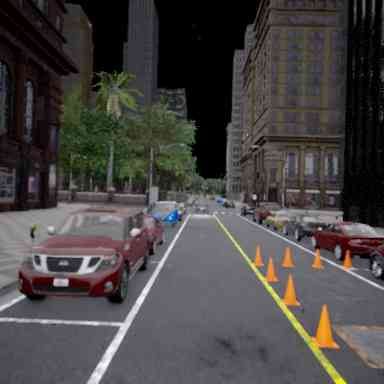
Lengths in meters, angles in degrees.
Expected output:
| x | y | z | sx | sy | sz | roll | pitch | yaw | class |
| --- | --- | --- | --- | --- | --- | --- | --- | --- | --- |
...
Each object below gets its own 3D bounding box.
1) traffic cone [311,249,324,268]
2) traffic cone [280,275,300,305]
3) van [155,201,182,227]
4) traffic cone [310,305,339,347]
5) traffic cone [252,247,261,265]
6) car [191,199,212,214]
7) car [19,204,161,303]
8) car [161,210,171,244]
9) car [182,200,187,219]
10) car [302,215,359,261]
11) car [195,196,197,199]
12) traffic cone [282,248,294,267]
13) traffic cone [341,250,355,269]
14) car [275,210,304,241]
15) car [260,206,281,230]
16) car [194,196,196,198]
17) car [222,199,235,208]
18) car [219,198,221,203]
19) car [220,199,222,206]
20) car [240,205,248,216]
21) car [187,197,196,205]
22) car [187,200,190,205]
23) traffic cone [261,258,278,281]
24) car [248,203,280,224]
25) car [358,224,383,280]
| x | y | z | sx | sy | sz | roll | pitch | yaw | class |
| --- | --- | --- | --- | --- | --- | --- | --- | --- | --- |
| 4.234 | 2.219 | 11.204 | 0.340 | 0.580 | 0.340 | 2 | -1 | 1 | traffic cone |
| 2.139 | 2.108 | 7.254 | 0.340 | 0.580 | 0.340 | 2 | -1 | 1 | traffic cone |
| -1.910 | 1.584 | 24.806 | 1.690 | 1.788 | 3.998 | 1 | -1 | 1 | van |
| 2.091 | 2.083 | 5.255 | 0.340 | 0.580 | 0.340 | 2 | -1 | 1 | traffic cone |
| 2.236 | 2.159 | 11.253 | 0.340 | 0.580 | 0.340 | 2 | -1 | 1 | traffic cone |
| 1.347 | 2.086 | 45.288 | 2.128 | 1.511 | 4.902 | 2 | -1 | 1 | car |
| -2.302 | 1.349 | 8.534 | 2.192 | 1.841 | 5.009 | 1 | -1 | 1 | car |
| -2.177 | 1.648 | 13.955 | 1.887 | 1.381 | 4.507 | 1 | -1 | 1 | car |
| -1.781 | 1.752 | 30.229 | 1.967 | 1.590 | 4.097 | 1 | -1 | 1 | car |
| 6.340 | 1.902 | 13.733 | 1.887 | 1.381 | 4.507 | 1 | -1 | 1 | car |
| -0.224 | 2.541 | 94.598 | 1.967 | 1.590 | 4.097 | 2 | -1 | 1 | car |
| 3.235 | 2.189 | 11.228 | 0.340 | 0.580 | 0.340 | 2 | -1 | 1 | traffic cone |
| 5.233 | 2.249 | 11.180 | 0.340 | 0.580 | 0.340 | 2 | -1 | 1 | traffic cone |
| 6.472 | 1.978 | 19.156 | 2.008 | 1.369 | 4.403 | 1 | -1 | 1 | car |
| 6.608 | 2.025 | 24.749 | 1.752 | 1.417 | 4.829 | 1 | -1 | 1 | car |
| -0.617 | 2.348 | 78.343 | 1.967 | 1.590 | 4.097 | 2 | -1 | 1 | car |
| 7.636 | 2.596 | 67.276 | 1.947 | 1.339 | 4.313 | 1 | -1 | 1 | car |
| 7.903 | 2.690 | 78.283 | 1.752 | 1.417 | 4.829 | 2 | -1 | 1 | car |
| 7.767 | 2.663 | 72.694 | 1.947 | 1.339 | 4.313 | 1 | -1 | 1 | car |
| 6.996 | 2.270 | 40.849 | 1.947 | 1.339 | 4.313 | 1 | -1 | 1 | car |
| -0.751 | 2.393 | 72.923 | 2.008 | 1.369 | 4.403 | 1 | -1 | 1 | car |
| -1.523 | 2.031 | 41.076 | 1.802 | 1.307 | 4.206 | 1 | -1 | 1 | car |
| 2.187 | 2.134 | 9.254 | 0.340 | 0.580 | 0.340 | 2 | -1 | 1 | traffic cone |
| 6.741 | 1.882 | 30.005 | 2.192 | 1.841 | 5.009 | 1 | -1 | 1 | car |
| 6.213 | 1.728 | 8.312 | 1.967 | 1.590 | 4.097 | 1 | -1 | 1 | car |
